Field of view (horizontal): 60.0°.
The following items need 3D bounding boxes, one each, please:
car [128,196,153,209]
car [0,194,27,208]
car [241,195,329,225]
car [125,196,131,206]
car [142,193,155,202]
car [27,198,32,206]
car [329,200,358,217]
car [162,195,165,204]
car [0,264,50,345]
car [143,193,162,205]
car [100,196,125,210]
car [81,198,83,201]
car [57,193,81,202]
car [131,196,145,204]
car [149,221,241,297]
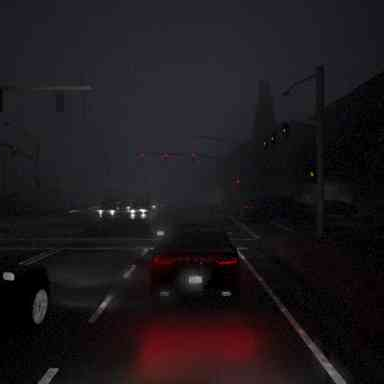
[{"bbox_3d":[-7.157,1.601,46.712,1.895,1.301,4.718,0,0,1],"label":"car"},{"bbox_3d":[-24.946,1.153,44.090,4.605,1.855,1.932,0,0,0],"label":"car"},{"bbox_3d":[6.331,1.221,23.686,5.566,2.045,2.150,0,0,0],"label":"car"},{"bbox_3d":[-10.513,1.352,53.077,2.097,1.767,4.553,0,0,2],"label":"car"},{"bbox_3d":[-9.818,1.165,75.987,2.150,2.045,5.566,0,0,2],"label":"car"},{"bbox_3d":[-24.888,1.156,46.985,3.866,1.878,1.905,0,0,0],"label":"car"},{"bbox_3d":[12.661,1.478,30.894,5.008,1.535,1.882,0,0,0],"label":"car"},{"bbox_3d":[-6.605,1.352,66.373,2.097,1.767,4.553,0,0,2],"label":"car"},{"bbox_3d":[-3.440,1.478,3.903,1.882,1.535,5.008,0,0,0],"label":"car"},{"bbox_3d":[-6.910,1.352,56.520,2.097,1.767,4.553,0,0,2],"label":"car"},{"bbox_3d":[-10.705,1.505,44.077,1.837,1.490,4.892,0,0,1],"label":"car"},{"bbox_3d":[-24.888,1.395,69.503,3.806,1.475,1.970,0,0,0],"label":"car"},{"bbox_3d":[-24.903,1.156,66.608,3.866,1.878,1.905,0,0,0],"label":"car"},{"bbox_3d":[-10.211,1.526,63.223,1.812,1.442,4.674,0,0,2],"label":"car"},{"bbox_3d":[0.070,1.478,8.635,1.882,1.535,5.008,0,0,0],"label":"car"}]
